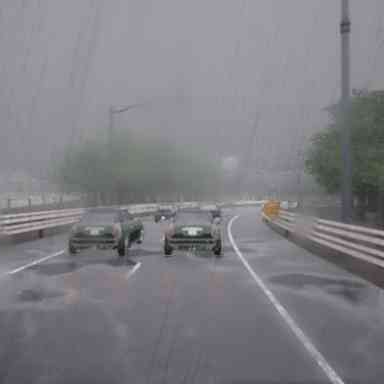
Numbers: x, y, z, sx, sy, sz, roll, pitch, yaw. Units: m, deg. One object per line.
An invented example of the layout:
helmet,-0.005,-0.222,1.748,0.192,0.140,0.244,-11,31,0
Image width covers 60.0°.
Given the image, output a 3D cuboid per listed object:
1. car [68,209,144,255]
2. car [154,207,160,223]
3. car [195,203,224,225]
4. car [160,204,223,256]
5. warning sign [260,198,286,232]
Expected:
car,-3.392,1.488,14.021,2.097,1.767,4.553,0,-1,2
car,-1.888,1.834,28.948,1.837,1.490,4.892,0,0,10
car,1.603,1.796,28.575,1.882,1.535,5.008,0,-1,10
car,0.106,1.485,13.889,2.097,1.767,4.553,0,-1,2
warning sign,4.613,1.306,19.070,1.300,1.860,1.060,-1,-1,5
